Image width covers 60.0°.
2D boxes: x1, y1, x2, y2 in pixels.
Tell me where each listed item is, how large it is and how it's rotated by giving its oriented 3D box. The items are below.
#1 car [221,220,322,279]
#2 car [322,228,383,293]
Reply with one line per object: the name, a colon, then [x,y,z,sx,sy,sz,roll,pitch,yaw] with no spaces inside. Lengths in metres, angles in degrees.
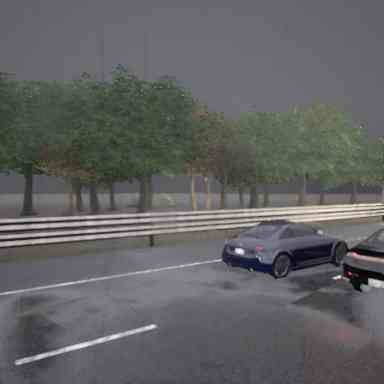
car: [2.917,1.567,10.126,4.181,1.385,1.994,0,0,-36]
car: [5.419,1.494,7.613,4.902,1.511,2.128,0,0,-35]
